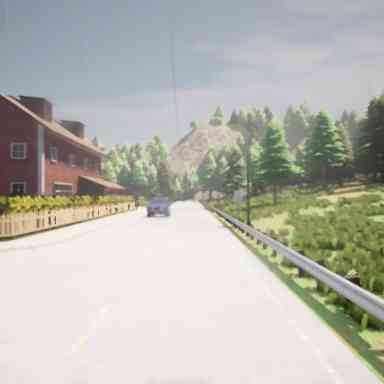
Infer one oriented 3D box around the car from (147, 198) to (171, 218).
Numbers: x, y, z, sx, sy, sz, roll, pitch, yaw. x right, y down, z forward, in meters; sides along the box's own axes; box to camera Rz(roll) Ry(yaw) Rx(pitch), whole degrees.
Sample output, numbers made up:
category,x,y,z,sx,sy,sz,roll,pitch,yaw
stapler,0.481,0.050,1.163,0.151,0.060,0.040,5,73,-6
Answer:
category,x,y,z,sx,sy,sz,roll,pitch,yaw
car,-3.423,1.627,35.430,2.150,2.045,5.566,0,-1,0
